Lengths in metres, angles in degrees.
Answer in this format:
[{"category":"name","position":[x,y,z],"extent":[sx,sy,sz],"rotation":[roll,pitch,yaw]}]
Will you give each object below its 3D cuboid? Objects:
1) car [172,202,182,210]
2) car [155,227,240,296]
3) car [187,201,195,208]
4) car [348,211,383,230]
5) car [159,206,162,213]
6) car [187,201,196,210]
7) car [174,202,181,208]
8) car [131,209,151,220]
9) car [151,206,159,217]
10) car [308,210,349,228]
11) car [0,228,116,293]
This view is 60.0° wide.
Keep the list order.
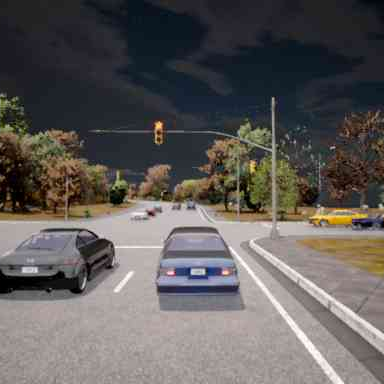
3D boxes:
[{"category":"car","position":[-3.688,3.469,78.314],"extent":[1.812,1.442,4.674],"rotation":[0,0,0]},{"category":"car","position":[0.071,1.645,8.971],"extent":[2.033,1.411,5.357],"rotation":[0,-1,-1]},{"category":"car","position":[-0.306,3.225,88.032],"extent":[1.882,1.535,5.008],"rotation":[0,0,-4]},{"category":"car","position":[15.211,2.315,26.012],"extent":[4.718,1.301,1.895],"rotation":[0,-3,-3]},{"category":"car","position":[-7.167,3.526,68.686],"extent":[2.033,1.411,5.357],"rotation":[0,0,0]},{"category":"car","position":[-0.187,3.294,77.853],"extent":[2.097,1.767,4.553],"rotation":[0,0,0]},{"category":"car","position":[-3.830,3.410,88.290],"extent":[1.837,1.490,4.892],"rotation":[0,0,-4]},{"category":"car","position":[-7.216,3.136,46.279],"extent":[1.812,1.442,4.674],"rotation":[0,-2,0]},{"category":"car","position":[-7.222,3.483,56.557],"extent":[1.895,1.301,4.718],"rotation":[0,-1,0]},{"category":"car","position":[12.970,2.362,29.698],"extent":[5.008,1.535,1.882],"rotation":[0,-3,-2]},{"category":"car","position":[-3.443,1.663,9.081],"extent":[1.994,1.385,4.181],"rotation":[0,-1,0]}]
